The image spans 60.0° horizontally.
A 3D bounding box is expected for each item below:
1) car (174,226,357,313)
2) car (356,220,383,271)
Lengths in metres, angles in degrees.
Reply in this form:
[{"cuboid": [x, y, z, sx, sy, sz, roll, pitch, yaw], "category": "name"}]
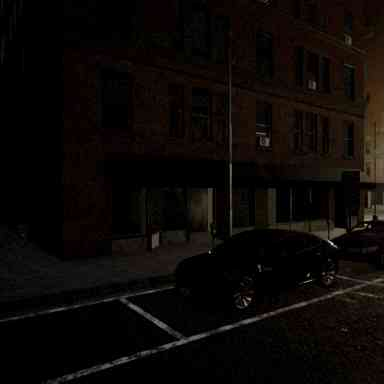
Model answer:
[{"cuboid": [1.648, 1.566, 7.693, 4.313, 1.339, 1.947, 0, 0, -35], "category": "car"}, {"cuboid": [6.135, 1.582, 10.876, 4.206, 1.307, 1.802, 0, 0, -35], "category": "car"}]
